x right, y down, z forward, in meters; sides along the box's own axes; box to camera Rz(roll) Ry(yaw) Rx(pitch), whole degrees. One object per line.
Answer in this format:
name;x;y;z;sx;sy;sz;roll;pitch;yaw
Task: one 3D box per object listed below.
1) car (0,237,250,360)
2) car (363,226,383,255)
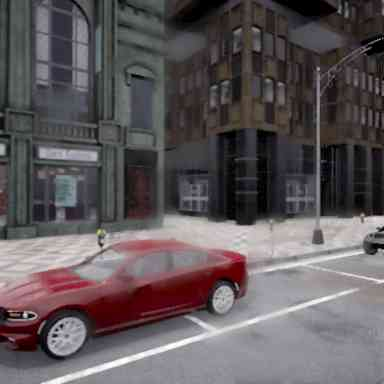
car;-0.961;1.562;5.963;4.507;1.381;1.887;0;0;-35
car;8.221;1.661;12.502;4.313;1.339;1.947;0;0;-35
